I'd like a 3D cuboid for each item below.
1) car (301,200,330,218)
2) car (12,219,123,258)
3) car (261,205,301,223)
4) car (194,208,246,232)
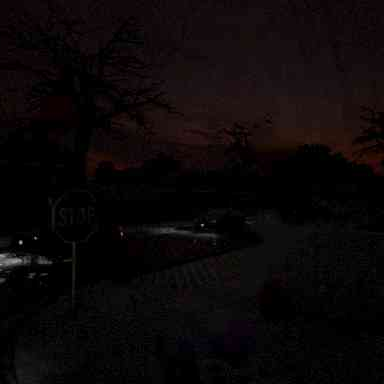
[{"bbox_3d":[14.820,1.952,39.891,2.150,2.045,5.566,1,0,37],"label":"car"},{"bbox_3d":[-4.844,1.651,13.399,1.994,1.385,4.181,1,0,39],"label":"car"},{"bbox_3d":[8.055,1.996,30.708,1.837,1.490,4.892,1,0,36],"label":"car"},{"bbox_3d":[2.023,1.818,22.474,1.812,1.442,4.674,1,0,36],"label":"car"}]
